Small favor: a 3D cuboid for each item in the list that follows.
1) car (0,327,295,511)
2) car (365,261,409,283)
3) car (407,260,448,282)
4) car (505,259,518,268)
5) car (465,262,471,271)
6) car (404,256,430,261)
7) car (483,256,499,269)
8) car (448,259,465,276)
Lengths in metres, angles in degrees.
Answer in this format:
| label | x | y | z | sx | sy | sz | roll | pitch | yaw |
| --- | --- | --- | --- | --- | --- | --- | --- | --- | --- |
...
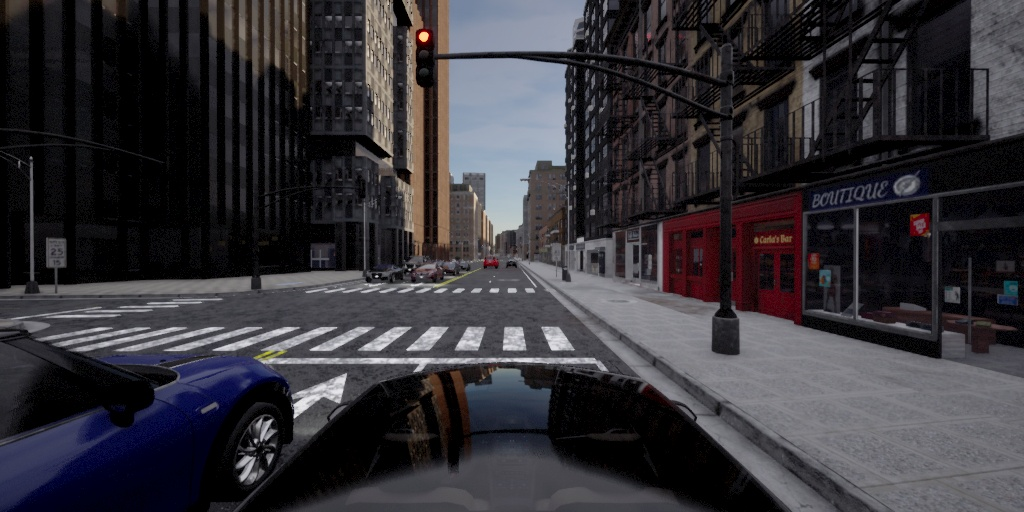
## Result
| label | x | y | z | sx | sy | sz | roll | pitch | yaw |
| --- | --- | --- | --- | --- | --- | --- | --- | --- | --- |
| car | -3.146 | 1.102 | 1.601 | 2.097 | 1.767 | 4.553 | 0 | 0 | 0 |
| car | -9.915 | 1.320 | 28.338 | 1.994 | 1.385 | 4.181 | 0 | 0 | 1 |
| car | -6.675 | 1.281 | 28.747 | 1.812 | 1.442 | 4.674 | 0 | 0 | 0 |
| car | -0.086 | 1.271 | 61.844 | 1.837 | 1.490 | 4.892 | 0 | 0 | 0 |
| car | -6.728 | 1.327 | 48.388 | 1.994 | 1.385 | 4.181 | 0 | 0 | 0 |
| car | -9.952 | 0.981 | 37.673 | 2.150 | 2.045 | 5.566 | 0 | 0 | 0 |
| car | -3.423 | 0.987 | 58.060 | 2.150 | 2.045 | 5.566 | 0 | 0 | 0 |
| car | -6.705 | 1.307 | 38.428 | 2.033 | 1.411 | 5.357 | 0 | 0 | 0 |
